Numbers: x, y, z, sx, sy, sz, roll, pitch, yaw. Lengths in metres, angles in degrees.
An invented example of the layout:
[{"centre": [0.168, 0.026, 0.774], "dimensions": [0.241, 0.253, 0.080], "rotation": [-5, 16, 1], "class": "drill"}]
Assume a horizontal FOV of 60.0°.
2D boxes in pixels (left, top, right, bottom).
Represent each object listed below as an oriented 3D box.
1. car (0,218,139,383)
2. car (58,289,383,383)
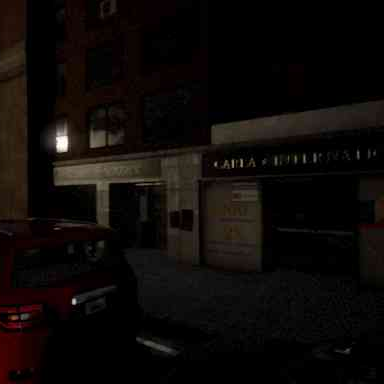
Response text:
[{"centre": [-2.983, 1.321, 4.983], "dimensions": [5.009, 1.841, 2.192], "rotation": [0, -1, 35], "class": "car"}, {"centre": [1.481, 1.550, 1.800], "dimensions": [4.403, 1.369, 2.008], "rotation": [0, -1, 35], "class": "car"}]
